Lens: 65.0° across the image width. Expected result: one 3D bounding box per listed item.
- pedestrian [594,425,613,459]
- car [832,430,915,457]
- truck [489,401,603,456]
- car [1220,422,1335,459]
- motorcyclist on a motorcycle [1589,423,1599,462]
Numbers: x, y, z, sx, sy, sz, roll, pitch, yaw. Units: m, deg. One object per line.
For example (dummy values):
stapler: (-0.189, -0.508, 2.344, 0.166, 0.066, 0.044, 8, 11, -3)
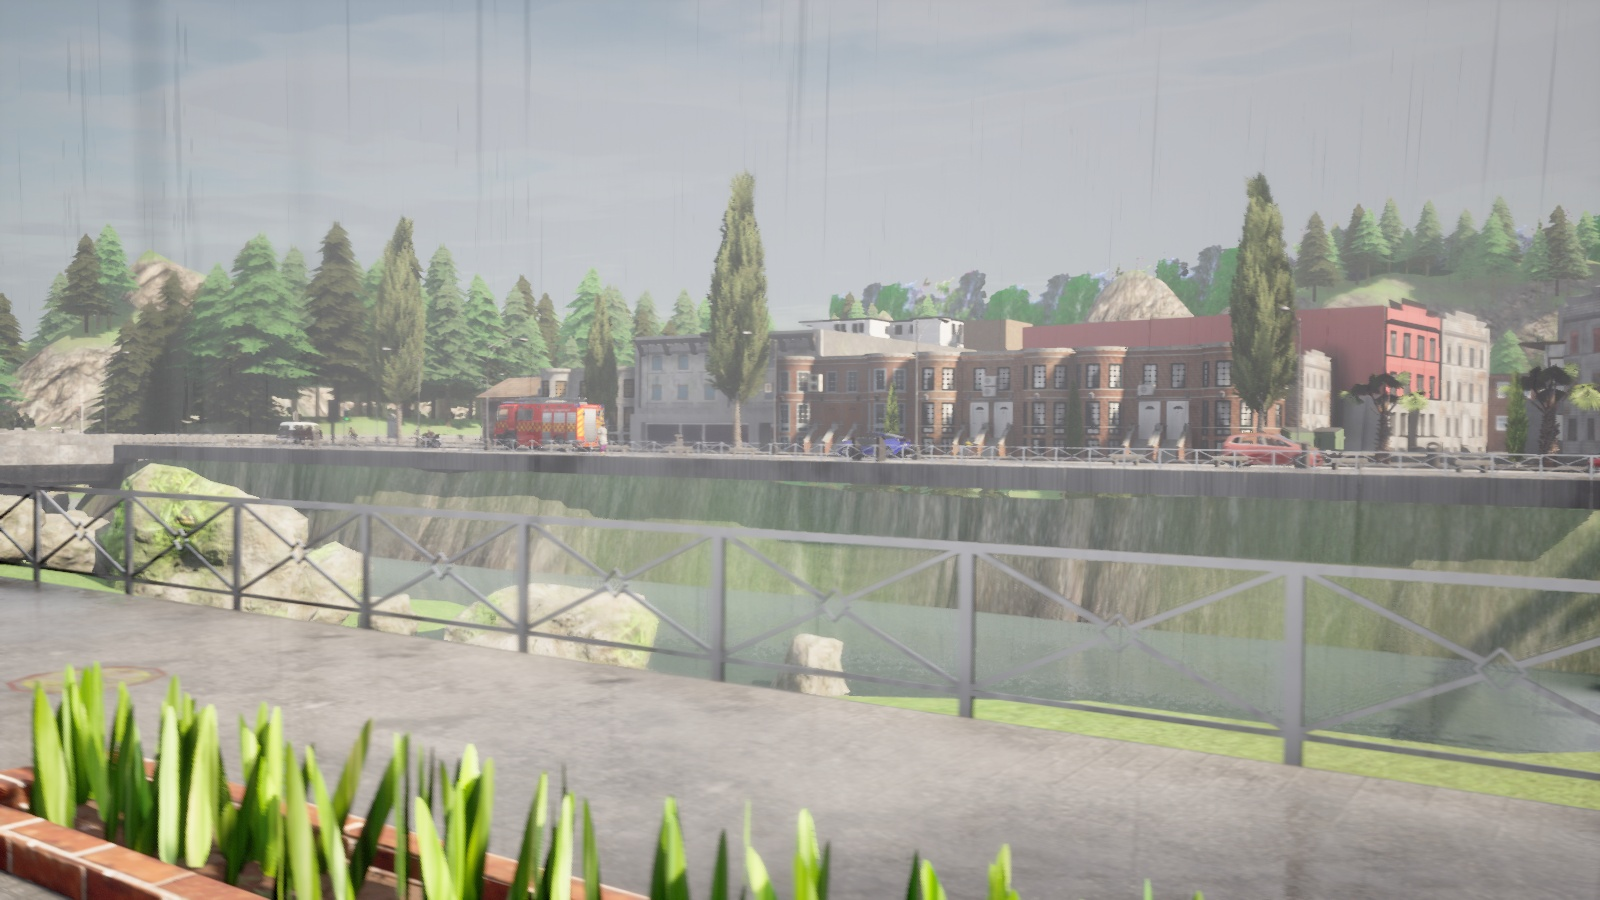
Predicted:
pedestrian: (-11.402, -0.451, 72.951, 0.873, 1.952, 0.659, 0, 1, 38)
car: (4.401, -0.390, 75.325, 4.514, 1.525, 2.007, 0, 1, 34)
truck: (-18.333, -1.501, 90.397, 8.468, 3.827, 2.891, 0, 1, 34)
car: (22.278, -0.427, 58.654, 4.611, 1.667, 2.242, 0, 1, 34)
motorcyclist on a motorcycle: (33.342, -0.318, 51.310, 1.817, 1.590, 0.866, 0, 1, 34)
